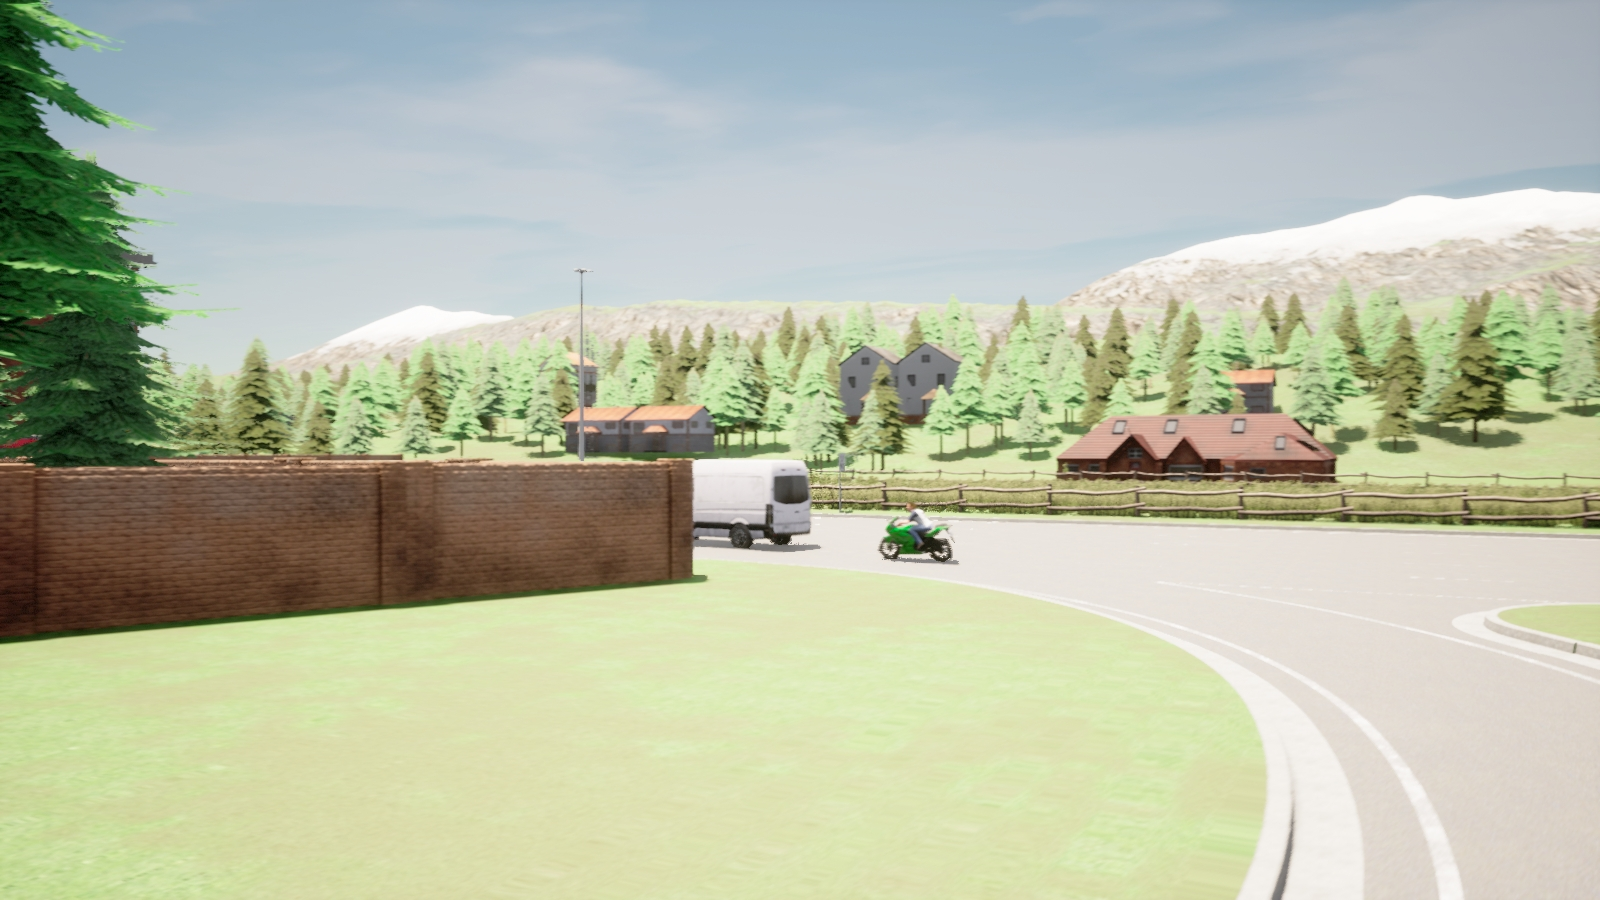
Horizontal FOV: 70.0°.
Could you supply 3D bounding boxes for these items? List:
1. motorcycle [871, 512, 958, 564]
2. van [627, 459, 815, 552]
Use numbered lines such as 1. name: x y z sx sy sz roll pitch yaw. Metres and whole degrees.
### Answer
1. motorcycle: 2.898 2.217 28.904 2.033 1.199 0.803 0 0 27
2. van: -2.477 1.577 34.600 5.915 2.561 1.988 0 -1 39
